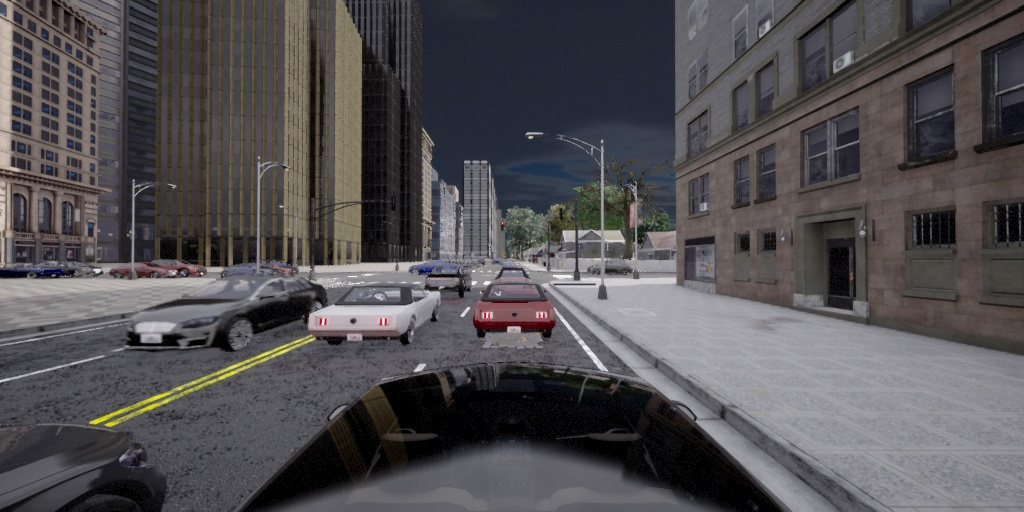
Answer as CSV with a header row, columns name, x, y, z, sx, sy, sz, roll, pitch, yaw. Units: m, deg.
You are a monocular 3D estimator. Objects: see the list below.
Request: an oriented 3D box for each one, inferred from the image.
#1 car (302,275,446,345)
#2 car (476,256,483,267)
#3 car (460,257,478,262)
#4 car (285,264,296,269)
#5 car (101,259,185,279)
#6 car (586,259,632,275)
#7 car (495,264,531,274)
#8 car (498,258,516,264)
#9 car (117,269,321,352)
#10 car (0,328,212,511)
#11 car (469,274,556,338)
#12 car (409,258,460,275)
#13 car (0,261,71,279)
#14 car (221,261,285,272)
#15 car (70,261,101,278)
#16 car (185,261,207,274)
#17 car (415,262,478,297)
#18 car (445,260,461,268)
name,x,y,z,sx,sy,sz,roll,pitch,yaw
car,-3.181,1.352,9.462,1.895,1.301,4.718,0,0,0
car,-6.779,1.256,64.586,1.837,1.490,4.892,0,0,0
car,-6.771,1.256,54.447,1.837,1.490,4.892,0,0,0
car,-22.832,1.303,34.224,4.181,1.385,1.994,0,-1,-3
car,-31.215,1.232,30.449,4.674,1.442,1.812,0,-1,-4
car,10.264,1.296,37.972,4.674,1.442,1.812,0,-1,-1
car,0.038,1.315,18.940,1.994,1.385,4.181,0,0,0
car,-0.465,1.296,49.682,2.033,1.411,5.357,0,0,1
car,-6.578,1.242,9.006,2.128,1.511,4.902,0,0,0
car,-3.141,1.275,0.319,1.812,1.442,4.674,0,0,0
car,0.052,1.350,10.183,1.895,1.301,4.718,0,0,0
car,-8.390,1.232,38.092,5.008,1.535,1.882,0,0,0
car,-40.383,1.304,29.649,4.718,1.301,1.895,0,-1,-6
car,-22.543,1.270,30.983,4.181,1.385,1.994,0,-1,-3
car,-40.685,1.228,32.875,4.902,1.511,2.128,0,-1,-6
car,-31.516,1.091,33.683,4.553,1.767,2.097,0,-1,-5
car,-3.209,1.243,18.715,2.128,1.511,4.902,0,0,0
car,-10.040,1.316,61.253,1.994,1.385,4.181,0,0,0
